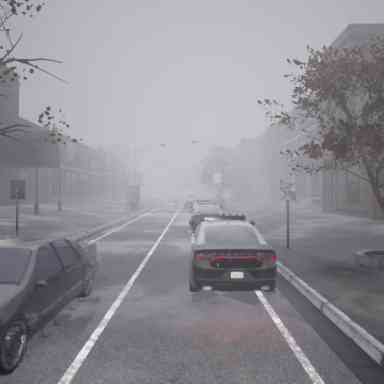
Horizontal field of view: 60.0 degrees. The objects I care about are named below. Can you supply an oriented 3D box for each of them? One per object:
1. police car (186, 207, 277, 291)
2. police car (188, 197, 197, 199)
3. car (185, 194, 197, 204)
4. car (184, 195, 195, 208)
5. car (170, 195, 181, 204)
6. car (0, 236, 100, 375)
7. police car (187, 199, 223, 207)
[{"bbox_3d":[0.879,1.426,9.116,1.930,1.638,5.238,0,0,0],"label":"police car"},{"bbox_3d":[0.838,1.428,25.117,1.930,1.638,5.238,0,0,0],"label":"police car"},{"bbox_3d":[-0.150,1.257,59.816,2.097,1.767,4.553,0,0,0],"label":"car"},{"bbox_3d":[-0.101,1.507,46.698,1.812,1.442,4.674,0,0,0],"label":"car"},{"bbox_3d":[-3.159,1.357,63.033,1.882,1.535,5.008,0,1,0],"label":"car"},{"bbox_3d":[-3.113,1.548,5.826,2.033,1.411,5.357,0,0,0],"label":"car"},{"bbox_3d":[0.853,1.428,19.117,1.930,1.638,5.238,0,0,0],"label":"police car"}]
